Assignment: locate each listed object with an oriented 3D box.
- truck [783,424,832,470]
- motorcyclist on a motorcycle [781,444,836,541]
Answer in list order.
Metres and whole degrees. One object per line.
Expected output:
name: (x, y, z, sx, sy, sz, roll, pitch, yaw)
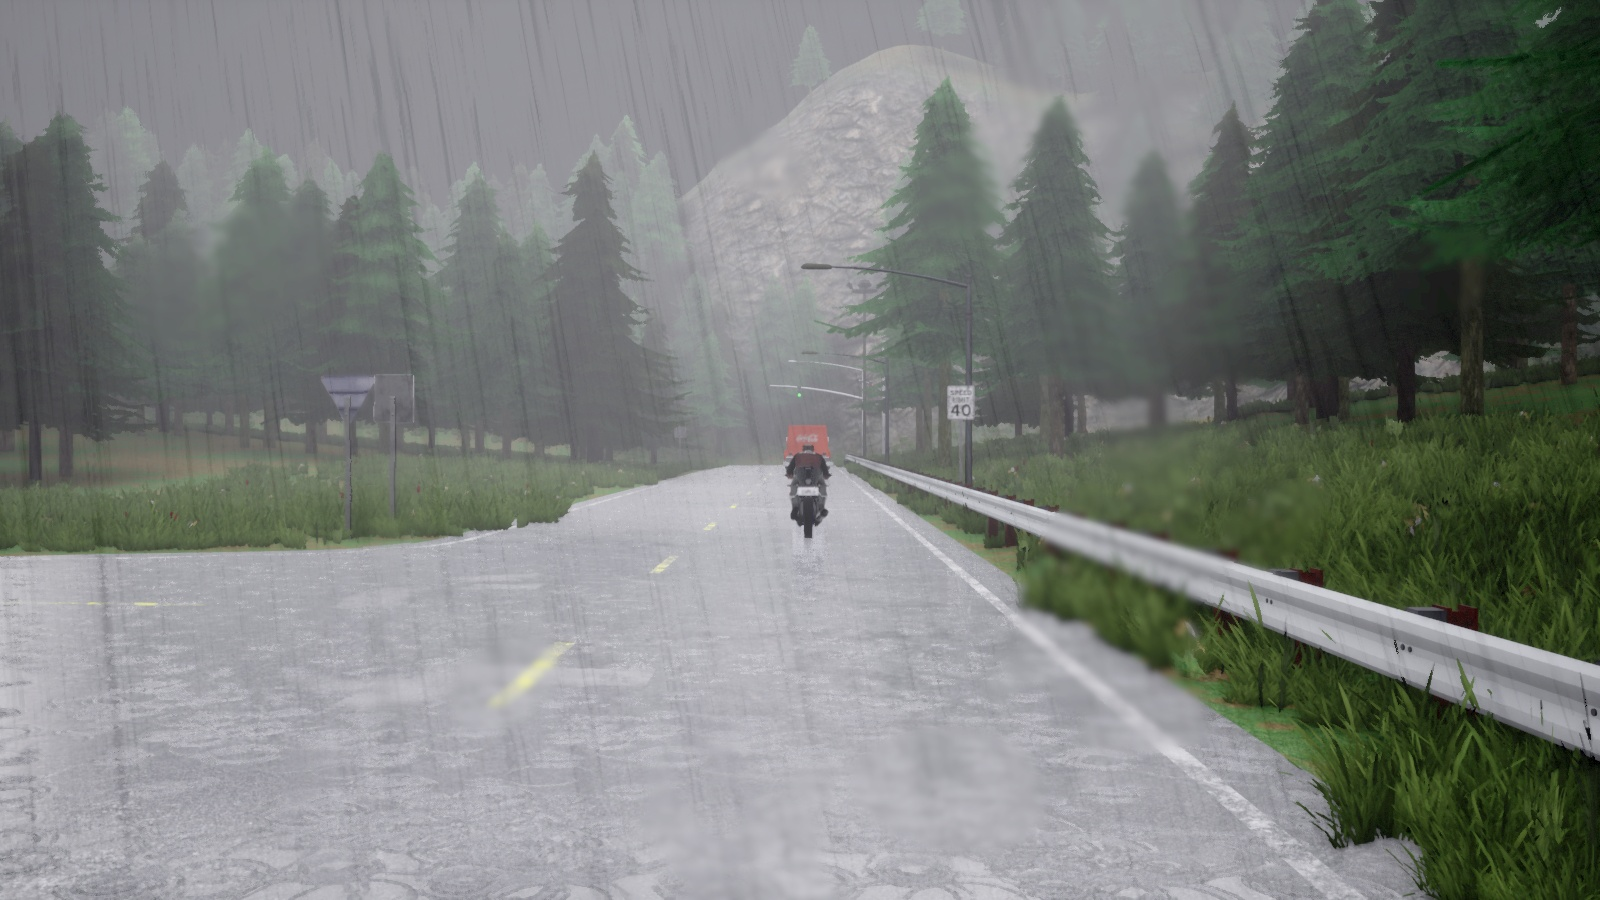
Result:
truck: (0.423, -0.142, 70.354, 2.627, 2.467, 5.204, 0, 0, 0)
motorcyclist on a motorcycle: (0.136, 0.664, 20.815, 0.866, 1.530, 2.191, 0, 0, 0)
